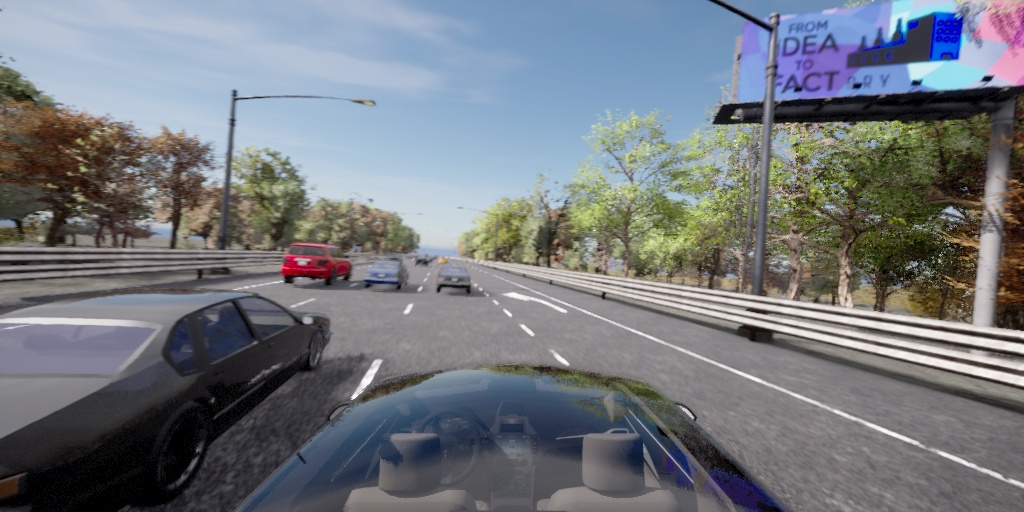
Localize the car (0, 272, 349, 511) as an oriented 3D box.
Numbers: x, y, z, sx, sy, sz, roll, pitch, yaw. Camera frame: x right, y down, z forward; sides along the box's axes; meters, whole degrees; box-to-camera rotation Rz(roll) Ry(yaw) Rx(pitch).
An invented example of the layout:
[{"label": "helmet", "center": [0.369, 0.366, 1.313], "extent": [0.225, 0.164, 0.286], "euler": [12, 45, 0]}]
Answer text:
[{"label": "car", "center": [-3.619, 1.065, 3.885], "extent": [2.033, 1.411, 5.357], "euler": [4, 0, -11]}]

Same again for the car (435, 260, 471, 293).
[{"label": "car", "center": [-3.357, 1.219, 20.394], "extent": [2.033, 1.411, 5.357], "euler": [4, -1, -11]}]

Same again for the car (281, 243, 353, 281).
[{"label": "car", "center": [-10.220, 0.412, 19.219], "extent": [2.150, 2.045, 5.566], "euler": [4, -1, -11]}]

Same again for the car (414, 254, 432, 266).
[{"label": "car", "center": [-14.184, 0.774, 56.777], "extent": [1.882, 1.535, 5.008], "euler": [4, -1, -11]}]

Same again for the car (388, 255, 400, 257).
[{"label": "car", "center": [-16.437, 0.578, 50.221], "extent": [1.837, 1.490, 4.892], "euler": [4, -1, -11]}]

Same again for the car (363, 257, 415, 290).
[{"label": "car", "center": [-6.792, 0.978, 19.770], "extent": [2.033, 1.411, 5.357], "euler": [4, -1, -11]}]
